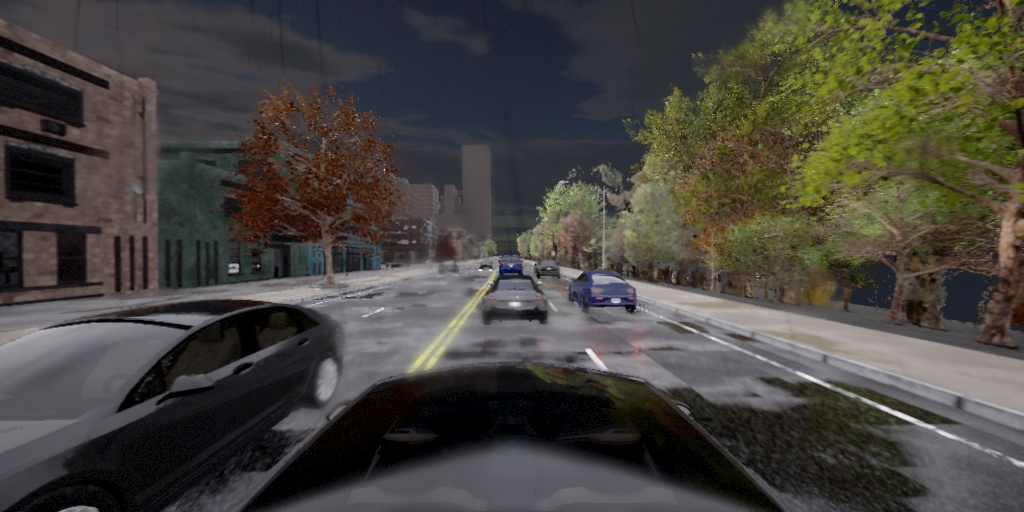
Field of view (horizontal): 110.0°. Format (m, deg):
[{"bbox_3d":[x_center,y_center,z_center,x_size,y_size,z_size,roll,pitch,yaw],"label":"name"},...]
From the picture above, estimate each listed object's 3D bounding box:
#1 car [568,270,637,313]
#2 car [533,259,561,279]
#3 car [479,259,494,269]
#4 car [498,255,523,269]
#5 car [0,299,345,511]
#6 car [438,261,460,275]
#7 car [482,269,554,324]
[{"bbox_3d":[3.355,1.274,13.869,1.812,1.442,4.674,0,0,0],"label":"car"},{"bbox_3d":[3.132,1.098,32.806,2.097,1.767,4.553,0,0,-1],"label":"car"},{"bbox_3d":[-3.855,1.252,54.322,1.837,1.490,4.892,0,-1,-1],"label":"car"},{"bbox_3d":[-0.134,0.967,33.947,2.150,2.045,5.566,0,0,-1],"label":"car"},{"bbox_3d":[-3.352,1.254,3.372,1.837,1.490,4.892,0,0,0],"label":"car"},{"bbox_3d":[-6.926,1.272,39.783,1.812,1.442,4.674,0,0,-1],"label":"car"},{"bbox_3d":[0.096,1.312,11.978,1.994,1.385,4.181,0,0,0],"label":"car"}]
